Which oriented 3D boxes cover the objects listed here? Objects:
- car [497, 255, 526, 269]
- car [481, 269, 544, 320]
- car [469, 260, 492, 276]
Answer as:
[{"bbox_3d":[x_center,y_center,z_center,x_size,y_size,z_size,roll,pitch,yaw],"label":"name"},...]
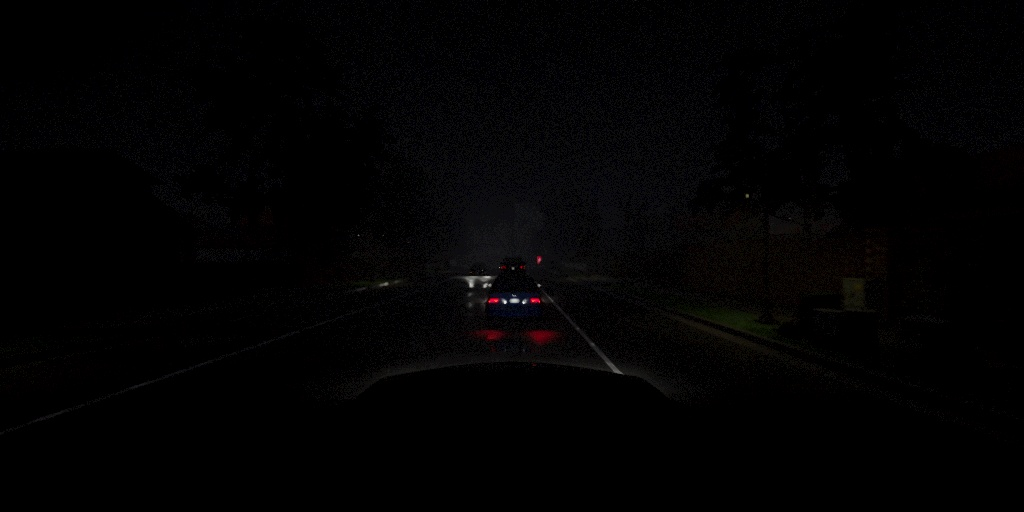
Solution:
[{"bbox_3d":[0.091,1.117,31.946,2.150,2.045,5.566,0,0,0],"label":"car"},{"bbox_3d":[0.083,1.354,12.861,2.033,1.411,5.357,0,0,0],"label":"car"},{"bbox_3d":[-3.598,1.421,39.684,1.837,1.490,4.892,0,-1,0],"label":"car"}]
